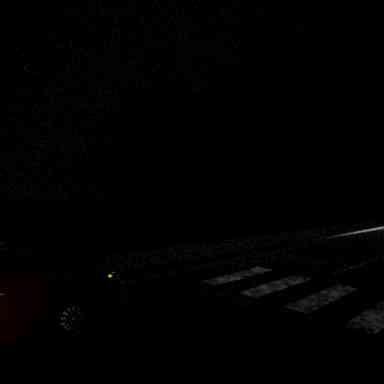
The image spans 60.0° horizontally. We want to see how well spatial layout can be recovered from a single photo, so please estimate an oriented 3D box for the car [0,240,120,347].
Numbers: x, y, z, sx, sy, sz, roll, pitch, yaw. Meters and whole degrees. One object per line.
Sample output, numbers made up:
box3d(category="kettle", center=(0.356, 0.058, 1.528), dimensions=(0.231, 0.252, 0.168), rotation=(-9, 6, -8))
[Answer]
box3d(category="car", center=(-3.286, 1.480, 4.682), dimensions=(4.674, 1.442, 1.812), rotation=(0, 1, -43))
